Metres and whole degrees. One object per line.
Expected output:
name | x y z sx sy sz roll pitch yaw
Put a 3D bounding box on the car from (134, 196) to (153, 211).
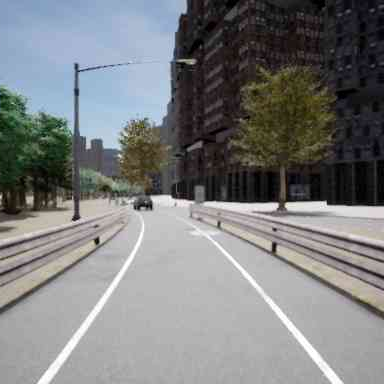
car | -7.033 1.564 47.904 2.150 2.045 5.566 0 0 -18
